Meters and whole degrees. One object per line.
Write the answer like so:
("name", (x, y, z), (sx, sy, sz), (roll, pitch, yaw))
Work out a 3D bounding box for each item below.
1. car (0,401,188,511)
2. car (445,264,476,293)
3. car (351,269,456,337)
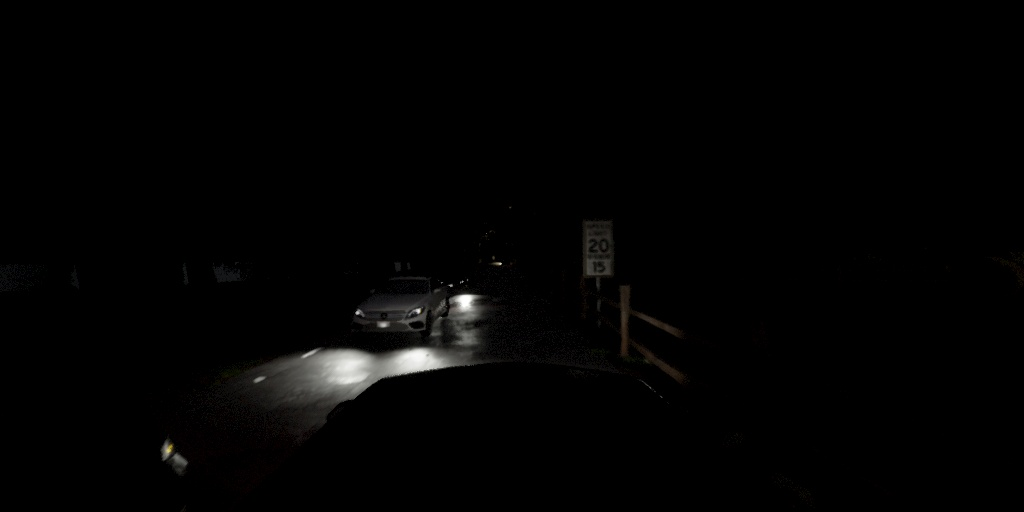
("car", (-2.742, 1.309, 0.202), (1.812, 1.442, 4.674), (-1, 0, -2))
("car", (-3.152, 1.252, 20.871), (1.837, 1.490, 4.892), (-1, 1, -1))
("car", (-2.969, 1.284, 10.479), (1.812, 1.442, 4.674), (-1, 0, -1))
